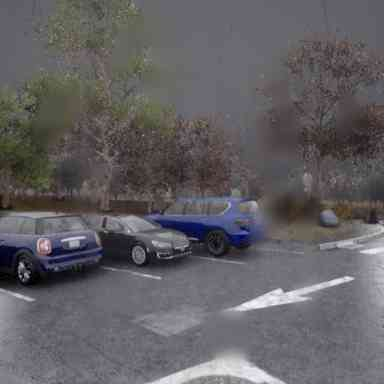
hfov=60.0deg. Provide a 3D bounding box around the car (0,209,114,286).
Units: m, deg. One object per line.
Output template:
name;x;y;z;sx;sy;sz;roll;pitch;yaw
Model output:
car;-4.724;1.360;9.613;4.553;1.767;2.185;-1;0;34

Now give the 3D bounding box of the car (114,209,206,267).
car;-2.290;1.486;11.391;4.892;1.521;2.231;-1;-1;34

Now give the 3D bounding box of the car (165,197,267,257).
car;0.145;1.232;13.151;5.566;2.045;2.435;-1;0;35
